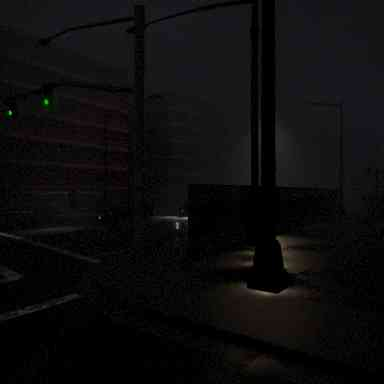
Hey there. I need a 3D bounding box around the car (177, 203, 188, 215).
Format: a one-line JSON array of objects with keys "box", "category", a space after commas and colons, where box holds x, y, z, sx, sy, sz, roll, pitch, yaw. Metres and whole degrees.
[{"box": [0.527, 1.505, 32.516, 1.837, 1.490, 4.892, 0, 0, 35], "category": "car"}]

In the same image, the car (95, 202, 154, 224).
[{"box": [-4.911, 1.491, 24.772, 2.128, 1.511, 4.902, 0, 0, 35], "category": "car"}]
